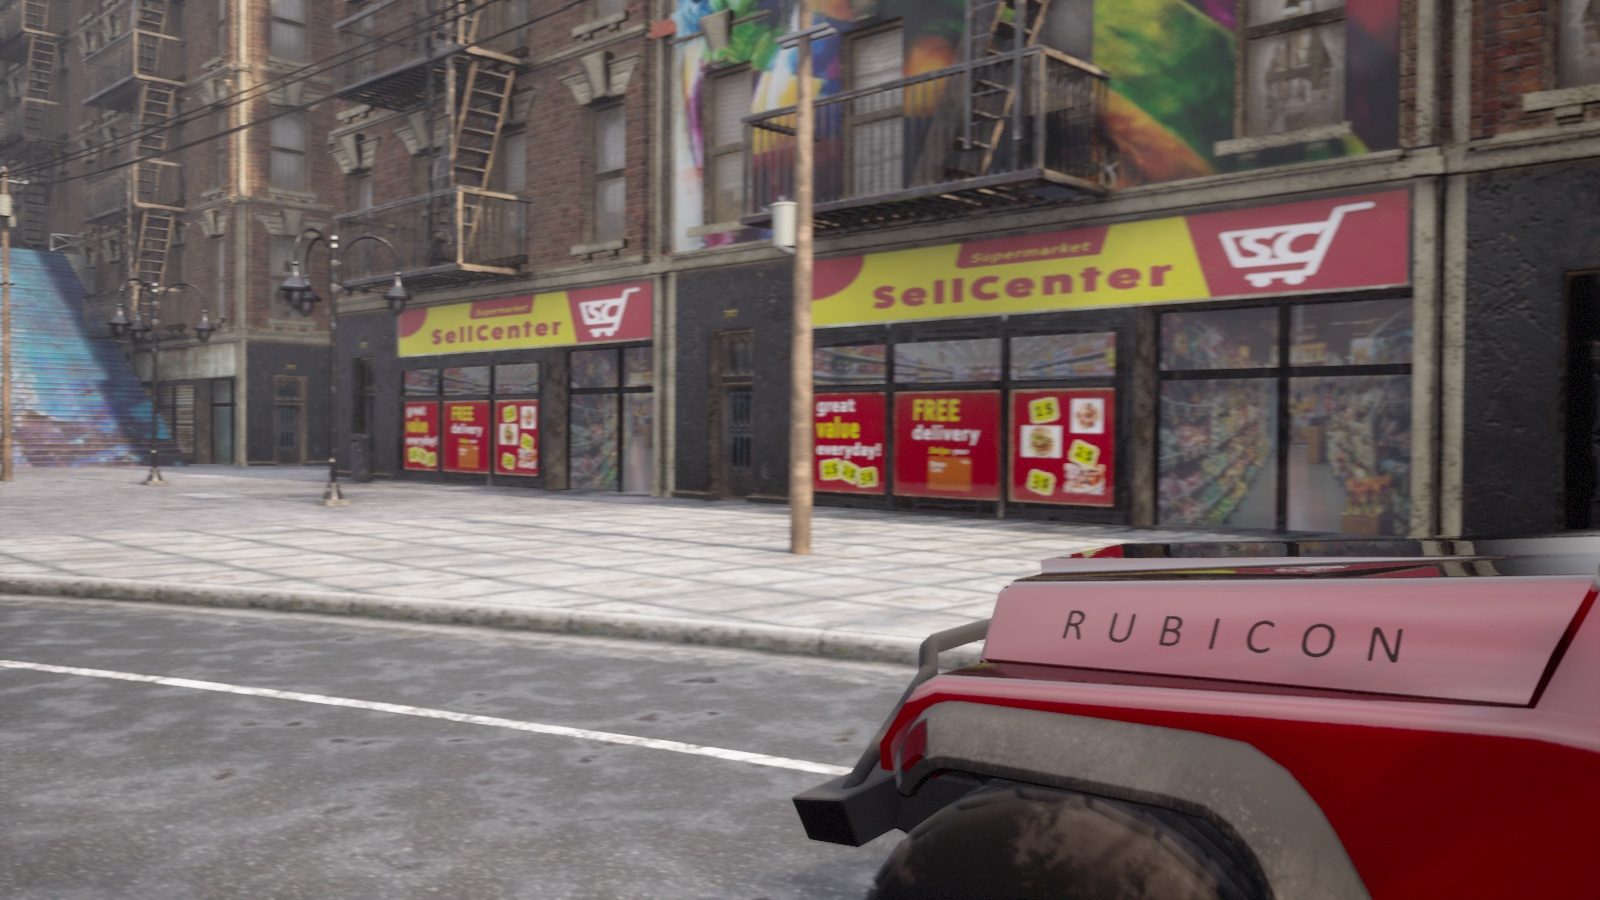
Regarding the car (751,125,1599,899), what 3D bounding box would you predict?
[{"bbox_3d":[2.047,0.473,2.277,3.866,1.878,1.905,0,1,34],"label":"car"}]
